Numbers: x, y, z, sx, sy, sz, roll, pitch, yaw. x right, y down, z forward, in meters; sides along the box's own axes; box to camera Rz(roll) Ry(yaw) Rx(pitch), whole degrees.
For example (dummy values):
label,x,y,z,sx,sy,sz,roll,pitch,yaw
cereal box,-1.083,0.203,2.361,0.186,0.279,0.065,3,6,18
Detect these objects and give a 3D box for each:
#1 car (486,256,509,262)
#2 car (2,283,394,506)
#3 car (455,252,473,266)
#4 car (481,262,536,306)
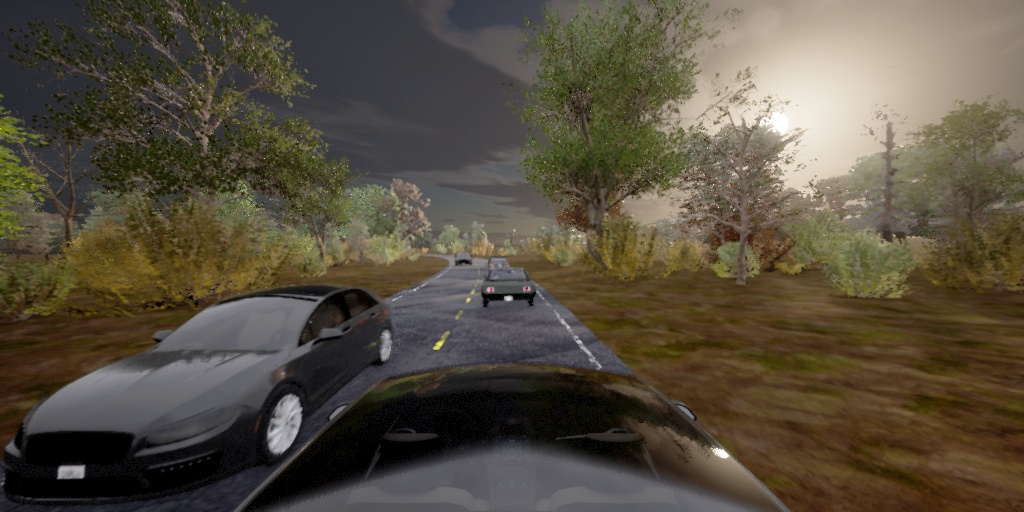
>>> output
label,x,y,z,sx,sy,sz,roll,pitch,yaw
car,-1.201,0.713,30.264,2.033,1.411,5.357,-1,1,-5
car,-3.117,1.213,4.936,1.837,1.490,4.892,0,1,-1
car,-5.886,0.277,43.662,2.097,1.767,4.553,-1,1,-8
car,-0.191,1.093,14.182,1.895,1.301,4.718,-1,1,-2
